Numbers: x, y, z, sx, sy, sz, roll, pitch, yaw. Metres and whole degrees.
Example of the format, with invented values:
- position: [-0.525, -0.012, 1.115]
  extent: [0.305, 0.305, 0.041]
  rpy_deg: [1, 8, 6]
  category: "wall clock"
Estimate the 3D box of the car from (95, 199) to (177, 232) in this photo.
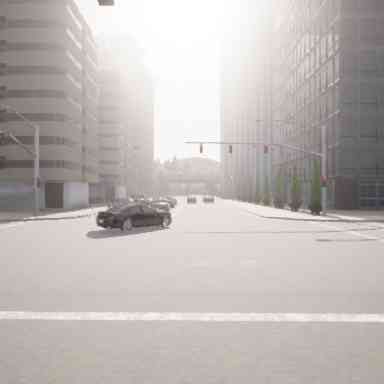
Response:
- position: [-3.364, 1.441, 20.011]
  extent: [1.882, 1.535, 5.008]
  rpy_deg: [1, 1, 40]
  category: "car"

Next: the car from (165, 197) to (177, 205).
- position: [-3.621, 1.601, 57.913]
  extent: [1.895, 1.301, 4.718]
  rpy_deg: [0, 0, 0]
  category: "car"

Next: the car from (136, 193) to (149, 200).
- position: [-7.129, 1.221, 44.031]
  extent: [2.150, 2.045, 5.566]
  rpy_deg: [0, 0, 0]
  category: "car"

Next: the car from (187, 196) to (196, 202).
- position: [-0.055, 1.522, 75.991]
  extent: [1.994, 1.385, 4.181]
  rpy_deg: [0, 0, 0]
  category: "car"

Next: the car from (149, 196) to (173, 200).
- position: [-3.628, 1.505, 38.940]
  extent: [1.837, 1.490, 4.892]
  rpy_deg: [0, 0, 0]
  category: "car"

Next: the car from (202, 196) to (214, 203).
- position: [3.452, 1.505, 67.500]
  extent: [1.837, 1.490, 4.892]
  rpy_deg: [0, 0, 0]
  category: "car"

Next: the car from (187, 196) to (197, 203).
- position: [-0.048, 1.478, 66.664]
  extent: [1.882, 1.535, 5.008]
  rpy_deg: [0, 0, 0]
  category: "car"

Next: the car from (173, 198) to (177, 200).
- position: [-3.631, 1.352, 48.144]
  extent: [2.097, 1.767, 4.553]
  rpy_deg: [0, 0, 0]
  category: "car"

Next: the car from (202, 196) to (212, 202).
- position: [3.445, 1.528, 76.167]
  extent: [1.994, 1.385, 4.181]
  rpy_deg: [0, 0, 0]
  category: "car"

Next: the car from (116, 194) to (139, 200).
- position: [-7.125, 1.352, 34.442]
  extent: [2.097, 1.767, 4.553]
  rpy_deg: [0, 0, 0]
  category: "car"

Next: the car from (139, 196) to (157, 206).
- position: [-7.128, 1.492, 54.355]
  extent: [2.128, 1.511, 4.902]
  rpy_deg: [0, 0, 0]
  category: "car"

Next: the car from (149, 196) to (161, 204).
- position: [-7.091, 1.504, 64.492]
  extent: [1.837, 1.490, 4.892]
  rpy_deg: [0, 0, 0]
  category: "car"
